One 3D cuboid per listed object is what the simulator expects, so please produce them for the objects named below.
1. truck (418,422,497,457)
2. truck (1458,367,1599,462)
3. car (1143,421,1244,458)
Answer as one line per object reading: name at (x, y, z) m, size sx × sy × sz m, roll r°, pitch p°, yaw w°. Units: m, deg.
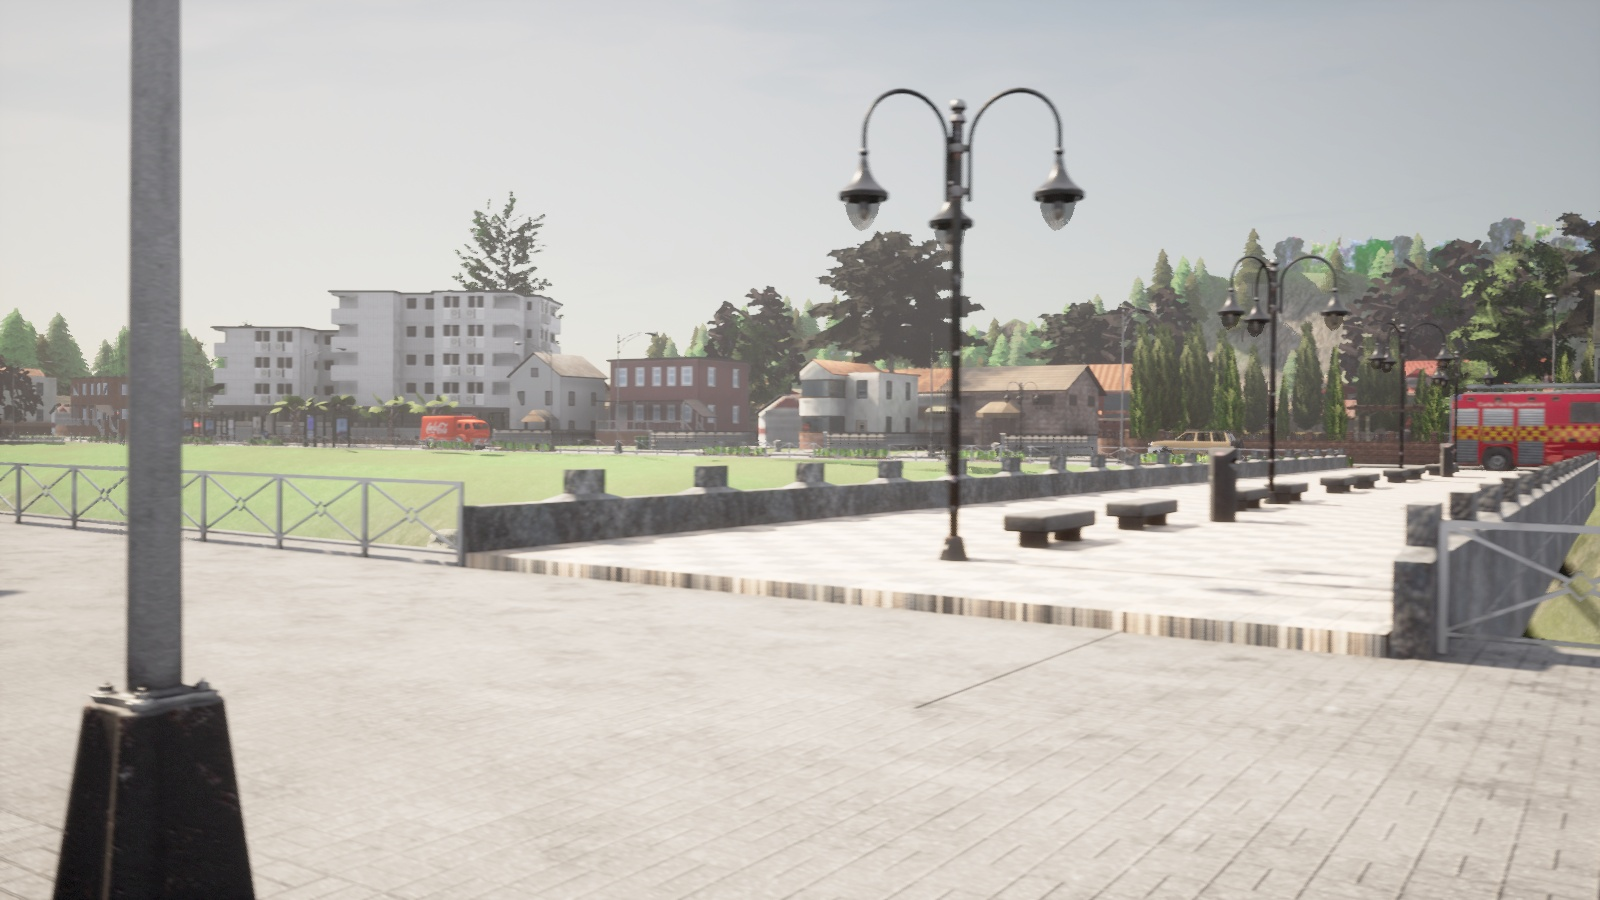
truck at (-24.454, -0.759, 89.714) m, size 5.204 × 2.467 × 2.627 m, roll 0°, pitch 1°, yaw 34°
truck at (32.185, -1.436, 52.059) m, size 8.468 × 3.827 × 2.891 m, roll 0°, pitch 1°, yaw 34°
car at (20.299, -0.520, 64.779) m, size 4.605 × 1.855 × 1.932 m, roll 0°, pitch 1°, yaw 34°
